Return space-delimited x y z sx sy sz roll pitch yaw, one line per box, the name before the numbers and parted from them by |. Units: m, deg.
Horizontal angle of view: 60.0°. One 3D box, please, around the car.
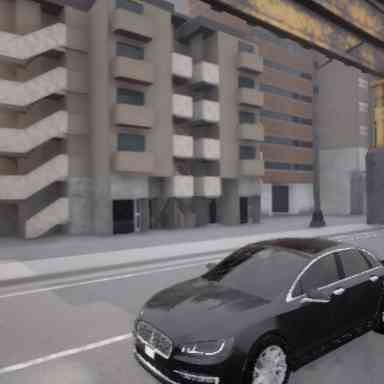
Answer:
car | 1.481 1.531 5.149 4.892 1.490 1.837 0 0 -37
